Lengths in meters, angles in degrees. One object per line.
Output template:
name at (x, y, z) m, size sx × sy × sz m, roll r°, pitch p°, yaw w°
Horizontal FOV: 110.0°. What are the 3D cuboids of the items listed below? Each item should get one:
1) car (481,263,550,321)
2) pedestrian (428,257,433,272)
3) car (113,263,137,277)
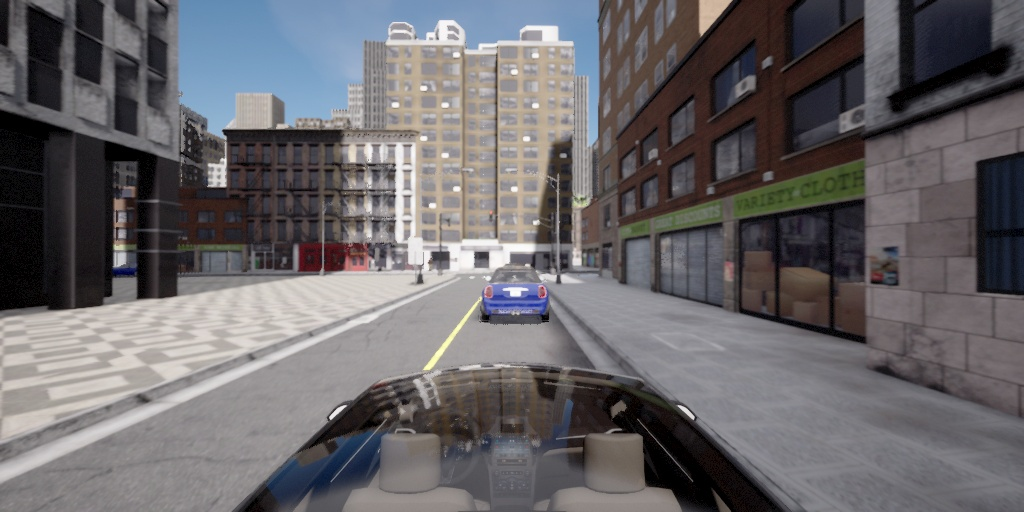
car at (0.105, 1.118, 12.613) m, size 2.097 × 1.767 × 4.553 m, roll 0°, pitch 0°, yaw 0°
pedestrian at (-10.140, 1.027, 44.592) m, size 0.375 × 1.860 × 0.375 m, roll 0°, pitch 0°, yaw -1°
car at (-43.337, 1.573, 41.093) m, size 5.008 × 1.535 × 1.882 m, roll 0°, pitch 0°, yaw 0°
